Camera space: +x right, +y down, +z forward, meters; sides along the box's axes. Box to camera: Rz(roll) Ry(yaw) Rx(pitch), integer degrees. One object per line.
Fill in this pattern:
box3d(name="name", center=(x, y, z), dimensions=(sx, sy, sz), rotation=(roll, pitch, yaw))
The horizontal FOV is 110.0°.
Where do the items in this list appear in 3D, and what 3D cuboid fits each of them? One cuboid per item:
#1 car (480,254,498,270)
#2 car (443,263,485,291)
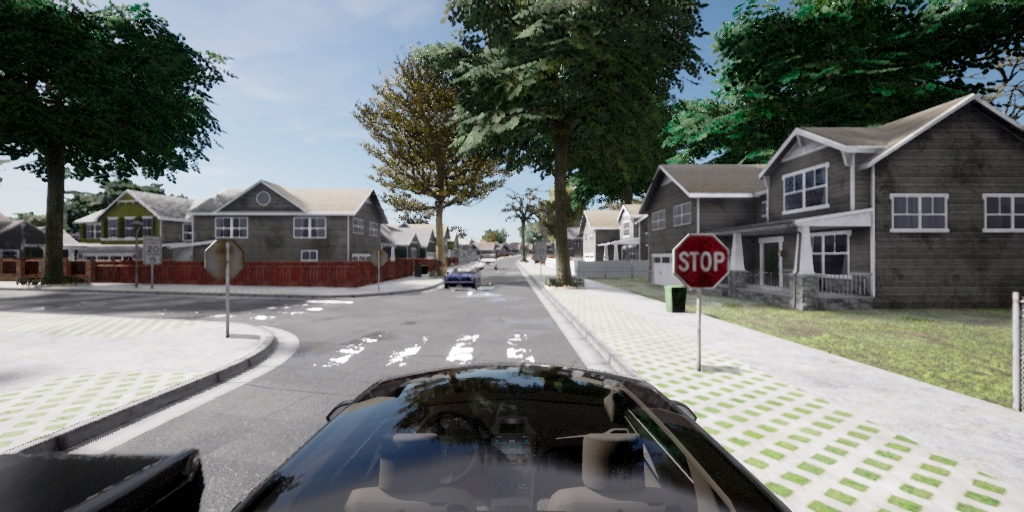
box3d(name="car", center=(-3.101, 0.772, 48.413), dimensions=(2.150, 2.045, 5.566), rotation=(0, 0, 0))
box3d(name="car", center=(-2.903, 1.319, 21.878), dimensions=(1.895, 1.301, 4.718), rotation=(0, 0, 0))
